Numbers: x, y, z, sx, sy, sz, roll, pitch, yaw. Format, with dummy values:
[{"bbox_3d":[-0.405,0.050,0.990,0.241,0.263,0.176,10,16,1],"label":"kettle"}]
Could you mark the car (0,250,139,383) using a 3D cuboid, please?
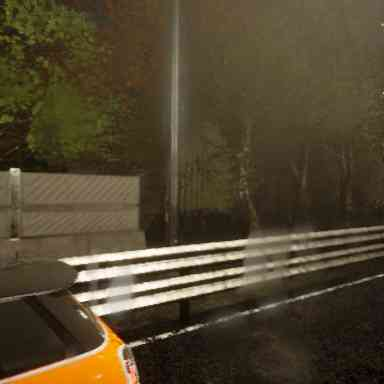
[{"bbox_3d":[-2.571,1.344,1.851,4.553,1.767,2.097,0,0,-35],"label":"car"}]
